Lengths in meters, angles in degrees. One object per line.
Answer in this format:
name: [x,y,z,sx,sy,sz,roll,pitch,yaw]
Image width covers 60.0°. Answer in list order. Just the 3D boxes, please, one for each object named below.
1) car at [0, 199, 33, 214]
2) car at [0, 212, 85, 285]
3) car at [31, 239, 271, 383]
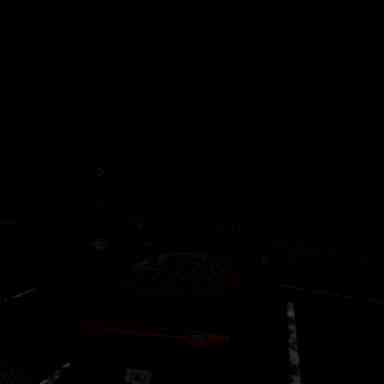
car: [-7.302,1.243,10.390,2.435,2.045,5.566,0,-1,14]
car: [-4.797,1.491,8.724,2.097,1.535,5.008,0,-1,14]
car: [0.162,1.484,5.280,2.097,1.535,5.008,0,-1,15]
